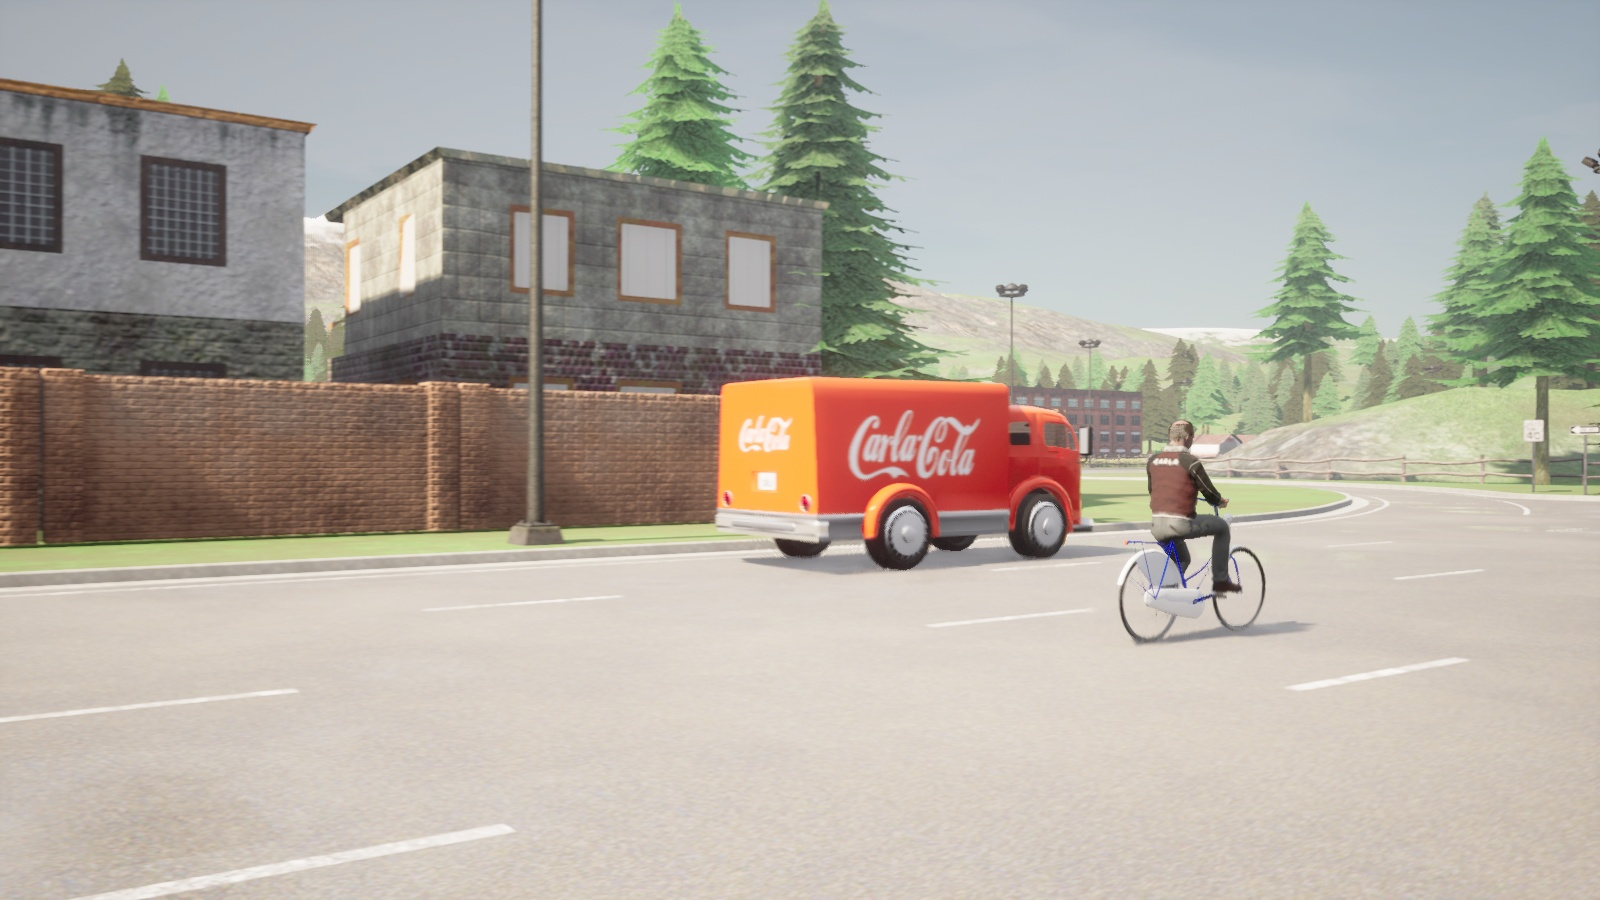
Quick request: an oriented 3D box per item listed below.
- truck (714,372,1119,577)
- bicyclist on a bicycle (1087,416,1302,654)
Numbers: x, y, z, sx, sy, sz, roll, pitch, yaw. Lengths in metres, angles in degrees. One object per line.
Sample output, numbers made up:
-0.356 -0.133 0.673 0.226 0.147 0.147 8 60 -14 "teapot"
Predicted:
1.703 0.298 17.641 5.204 2.467 2.627 0 0 -35 "truck"
3.216 0.633 10.162 1.843 1.776 0.659 0 0 -35 "bicyclist on a bicycle"
